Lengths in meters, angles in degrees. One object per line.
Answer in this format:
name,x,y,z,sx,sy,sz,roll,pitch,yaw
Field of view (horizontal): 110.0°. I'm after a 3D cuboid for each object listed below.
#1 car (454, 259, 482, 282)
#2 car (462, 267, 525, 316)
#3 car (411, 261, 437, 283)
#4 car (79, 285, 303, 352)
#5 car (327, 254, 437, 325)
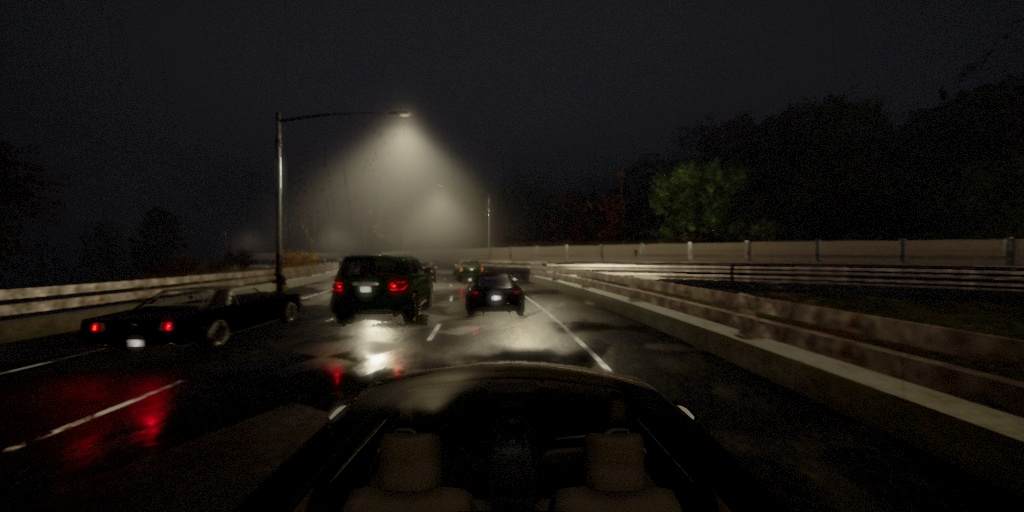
car,-3.485,1.057,28.807,2.097,1.767,4.553,0,0,-13
car,-0.700,1.290,13.307,1.994,1.385,4.181,0,0,-6
car,-7.085,1.224,28.826,1.837,1.490,4.892,0,0,-14
car,-7.327,1.375,9.055,1.895,1.301,4.718,0,0,-4
car,-4.049,0.969,12.006,2.150,2.045,5.566,0,0,-5
